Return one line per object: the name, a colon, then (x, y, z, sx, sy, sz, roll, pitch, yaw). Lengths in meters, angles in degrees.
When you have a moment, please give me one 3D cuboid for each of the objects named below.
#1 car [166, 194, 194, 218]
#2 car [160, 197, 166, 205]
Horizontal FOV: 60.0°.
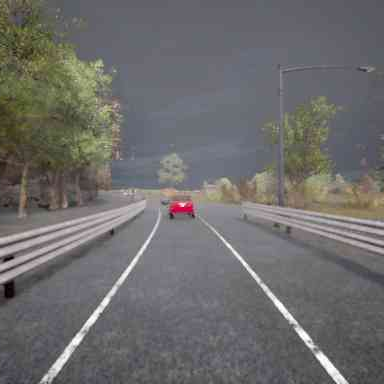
car: (-1.040, 1.237, 30.664, 2.150, 2.045, 5.566, 0, 0, -5)
car: (-4.679, 1.587, 59.685, 1.994, 1.385, 4.181, 0, 0, -10)
